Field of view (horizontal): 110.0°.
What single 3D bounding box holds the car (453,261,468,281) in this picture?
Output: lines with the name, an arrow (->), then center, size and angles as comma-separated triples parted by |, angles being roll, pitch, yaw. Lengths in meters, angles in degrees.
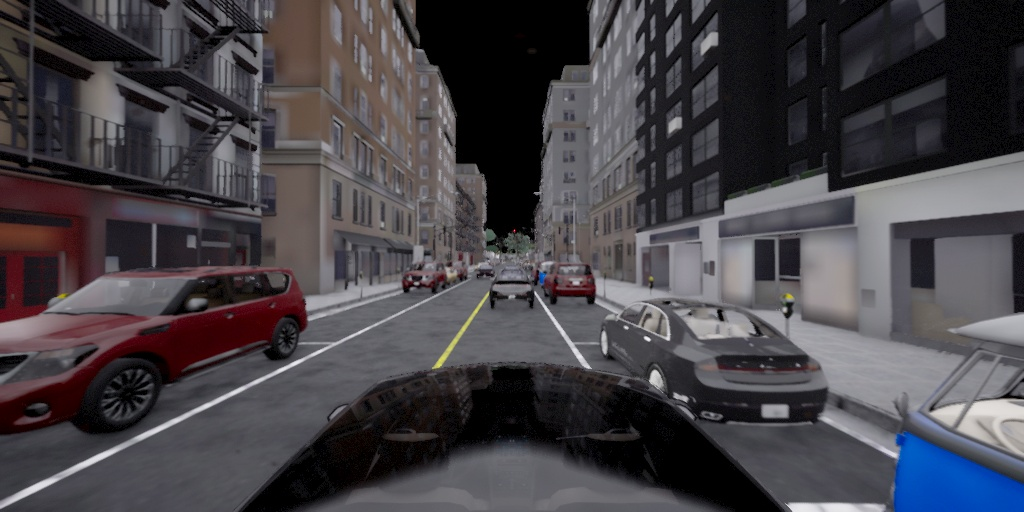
car -> -5.409, 1.368, 34.162 | 2.192, 1.841, 5.009 | 0, 0, 0

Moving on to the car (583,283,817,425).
car -> 2.636, 1.339, 5.770 | 2.007, 1.370, 4.403 | 0, 0, 0

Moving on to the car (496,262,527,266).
car -> -0.003, 1.518, 31.143 | 2.128, 1.511, 4.902 | 0, 0, 0

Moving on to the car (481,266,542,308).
car -> 0.000, 1.379, 16.146 | 2.128, 1.511, 4.902 | 0, 0, 0

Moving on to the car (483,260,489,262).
car -> -5.430, 1.830, 60.998 | 1.751, 1.417, 4.829 | 0, 0, 0

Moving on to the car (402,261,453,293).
car -> -5.404, 1.263, 22.806 | 2.192, 1.841, 5.009 | 0, 0, 0

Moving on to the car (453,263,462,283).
car -> -5.407, 1.526, 28.313 | 1.751, 1.417, 4.829 | 0, 0, 0

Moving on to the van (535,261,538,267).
van -> 2.632, 1.289, 22.806 | 1.690, 1.789, 3.998 | 0, 0, 0

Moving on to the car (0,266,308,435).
car -> -5.398, 1.103, 5.771 | 2.192, 1.841, 5.009 | 0, 0, 0

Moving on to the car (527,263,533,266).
car -> 2.631, 1.316, 28.484 | 2.192, 1.841, 5.009 | 0, 0, 0

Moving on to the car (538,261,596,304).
car -> 2.633, 1.210, 17.127 | 2.192, 1.841, 5.009 | 0, 0, 0

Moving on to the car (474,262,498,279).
car -> -2.760, 1.642, 38.598 | 2.033, 1.411, 5.357 | 0, -1, 0
